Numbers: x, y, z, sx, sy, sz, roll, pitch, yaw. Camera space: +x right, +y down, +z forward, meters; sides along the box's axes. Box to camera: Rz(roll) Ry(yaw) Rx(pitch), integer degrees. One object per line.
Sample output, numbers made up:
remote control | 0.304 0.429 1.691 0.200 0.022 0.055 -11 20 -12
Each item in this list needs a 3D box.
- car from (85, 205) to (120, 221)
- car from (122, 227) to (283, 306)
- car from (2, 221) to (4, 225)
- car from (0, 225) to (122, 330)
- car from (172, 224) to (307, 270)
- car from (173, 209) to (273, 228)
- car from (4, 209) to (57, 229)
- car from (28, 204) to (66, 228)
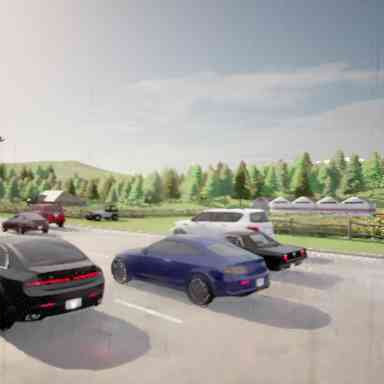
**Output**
car | -10.326 2.463 38.743 1.905 1.878 3.866 -1 -3 41
car | -0.231 1.851 8.857 4.674 1.442 1.812 -1 -3 41
car | -14.188 2.054 21.090 4.902 1.511 2.128 -1 -3 41
car | -3.882 1.726 7.406 4.892 1.490 1.837 -1 -3 41
car | 1.497 2.063 11.989 4.718 1.301 1.895 -1 -3 41
car | 1.369 1.852 16.770 5.566 2.045 2.150 -1 -3 41
car | -11.830 2.214 23.655 4.674 1.442 1.812 -1 -3 41
car | -13.435 2.104 29.745 5.566 2.045 2.150 -1 -3 41
